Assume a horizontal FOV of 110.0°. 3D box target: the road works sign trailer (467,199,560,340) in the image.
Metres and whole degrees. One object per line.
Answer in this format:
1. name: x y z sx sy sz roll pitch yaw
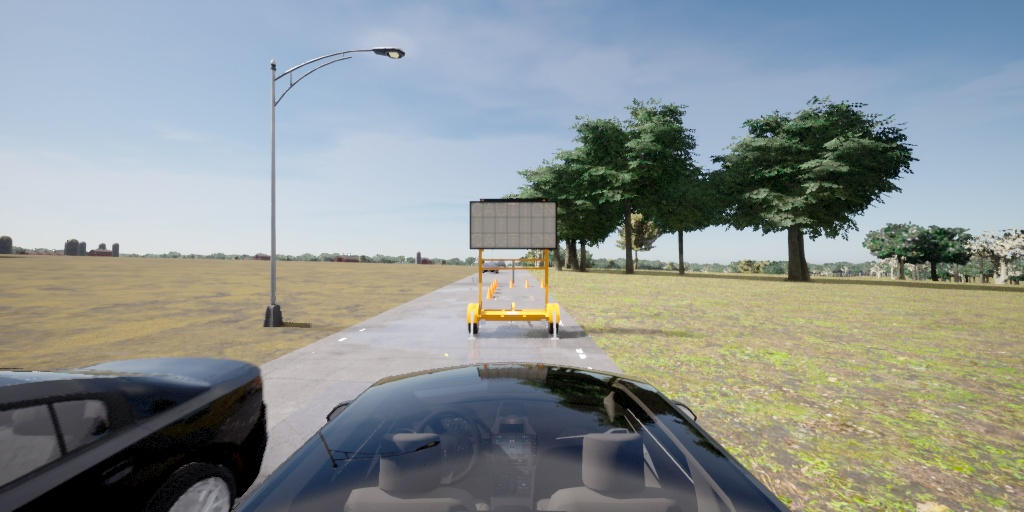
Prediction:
1. road works sign trailer: 0.040 0.220 9.972 2.380 3.560 2.880 0 0 0

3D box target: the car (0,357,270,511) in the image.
1. car: -2.852 1.227 0.720 1.882 1.535 5.008 0 0 0

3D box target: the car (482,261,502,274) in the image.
1. car: -2.575 1.414 42.923 2.033 1.411 5.357 0 0 0
